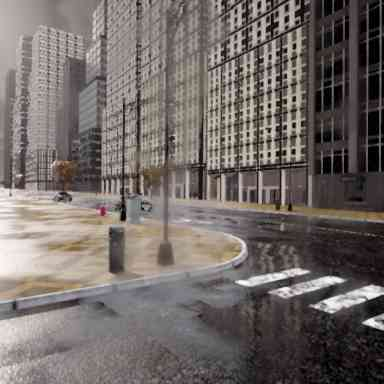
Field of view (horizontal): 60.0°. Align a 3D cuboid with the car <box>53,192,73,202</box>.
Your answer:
[{"bbox_3d":[-18.785,0.684,48.367,1.812,1.442,4.674,1,0,-34],"label":"car"}]

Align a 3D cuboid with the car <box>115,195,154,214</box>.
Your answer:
[{"bbox_3d":[-5.004,1.041,28.416,2.128,1.511,4.902,1,1,-35],"label":"car"}]
